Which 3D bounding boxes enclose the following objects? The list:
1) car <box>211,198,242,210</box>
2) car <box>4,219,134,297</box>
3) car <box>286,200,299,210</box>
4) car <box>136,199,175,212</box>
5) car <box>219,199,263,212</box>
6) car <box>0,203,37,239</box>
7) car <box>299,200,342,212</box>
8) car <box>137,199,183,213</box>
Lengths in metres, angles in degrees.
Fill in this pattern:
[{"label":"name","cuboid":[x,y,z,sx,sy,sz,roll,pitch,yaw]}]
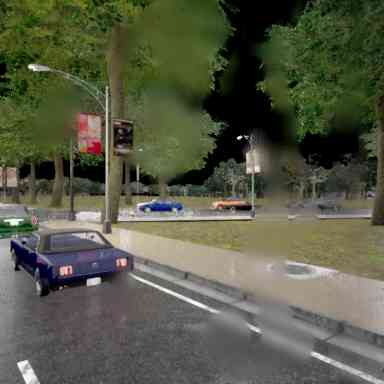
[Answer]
[{"label":"car","cuboid":[4.769,1.539,43.891,4.553,1.767,2.097,0,0,-14]},{"label":"car","cuboid":[-3.423,1.601,8.773,1.895,1.301,4.718,0,0,-38]},{"label":"car","cuboid":[15.278,1.818,46.532,4.181,1.385,1.994,0,0,-15]},{"label":"car","cuboid":[-4.551,1.659,41.540,4.674,1.442,1.812,0,0,-16]},{"label":"car","cuboid":[6.179,1.793,40.895,4.718,1.301,1.895,0,0,-14]},{"label":"car","cuboid":[-8.884,1.352,15.913,2.097,1.767,4.553,0,0,-37]},{"label":"car","cuboid":[17.192,1.753,43.650,4.902,1.511,2.128,0,0,-14]},{"label":"car","cuboid":[-3.585,1.612,38.439,5.008,1.535,1.882,0,0,-13]}]
